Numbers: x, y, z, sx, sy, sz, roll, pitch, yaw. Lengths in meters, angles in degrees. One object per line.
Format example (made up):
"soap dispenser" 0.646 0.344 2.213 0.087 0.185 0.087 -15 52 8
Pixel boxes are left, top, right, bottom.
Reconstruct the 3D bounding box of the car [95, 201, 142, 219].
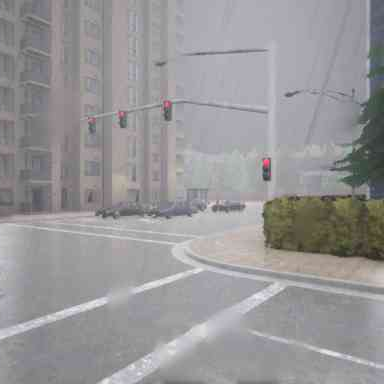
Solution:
"car" -5.915 1.547 29.383 2.033 1.411 5.357 0 0 36

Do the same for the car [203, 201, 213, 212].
"car" -0.223 1.491 37.181 2.128 1.511 4.902 0 0 36

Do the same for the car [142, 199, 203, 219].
"car" -1.579 1.547 29.389 2.033 1.411 5.357 0 0 36

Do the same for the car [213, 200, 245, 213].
"car" 4.076 1.601 37.132 1.895 1.301 4.718 0 0 36

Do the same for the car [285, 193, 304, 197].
"car" 13.942 1.212 44.428 2.150 2.045 5.566 0 -1 36
